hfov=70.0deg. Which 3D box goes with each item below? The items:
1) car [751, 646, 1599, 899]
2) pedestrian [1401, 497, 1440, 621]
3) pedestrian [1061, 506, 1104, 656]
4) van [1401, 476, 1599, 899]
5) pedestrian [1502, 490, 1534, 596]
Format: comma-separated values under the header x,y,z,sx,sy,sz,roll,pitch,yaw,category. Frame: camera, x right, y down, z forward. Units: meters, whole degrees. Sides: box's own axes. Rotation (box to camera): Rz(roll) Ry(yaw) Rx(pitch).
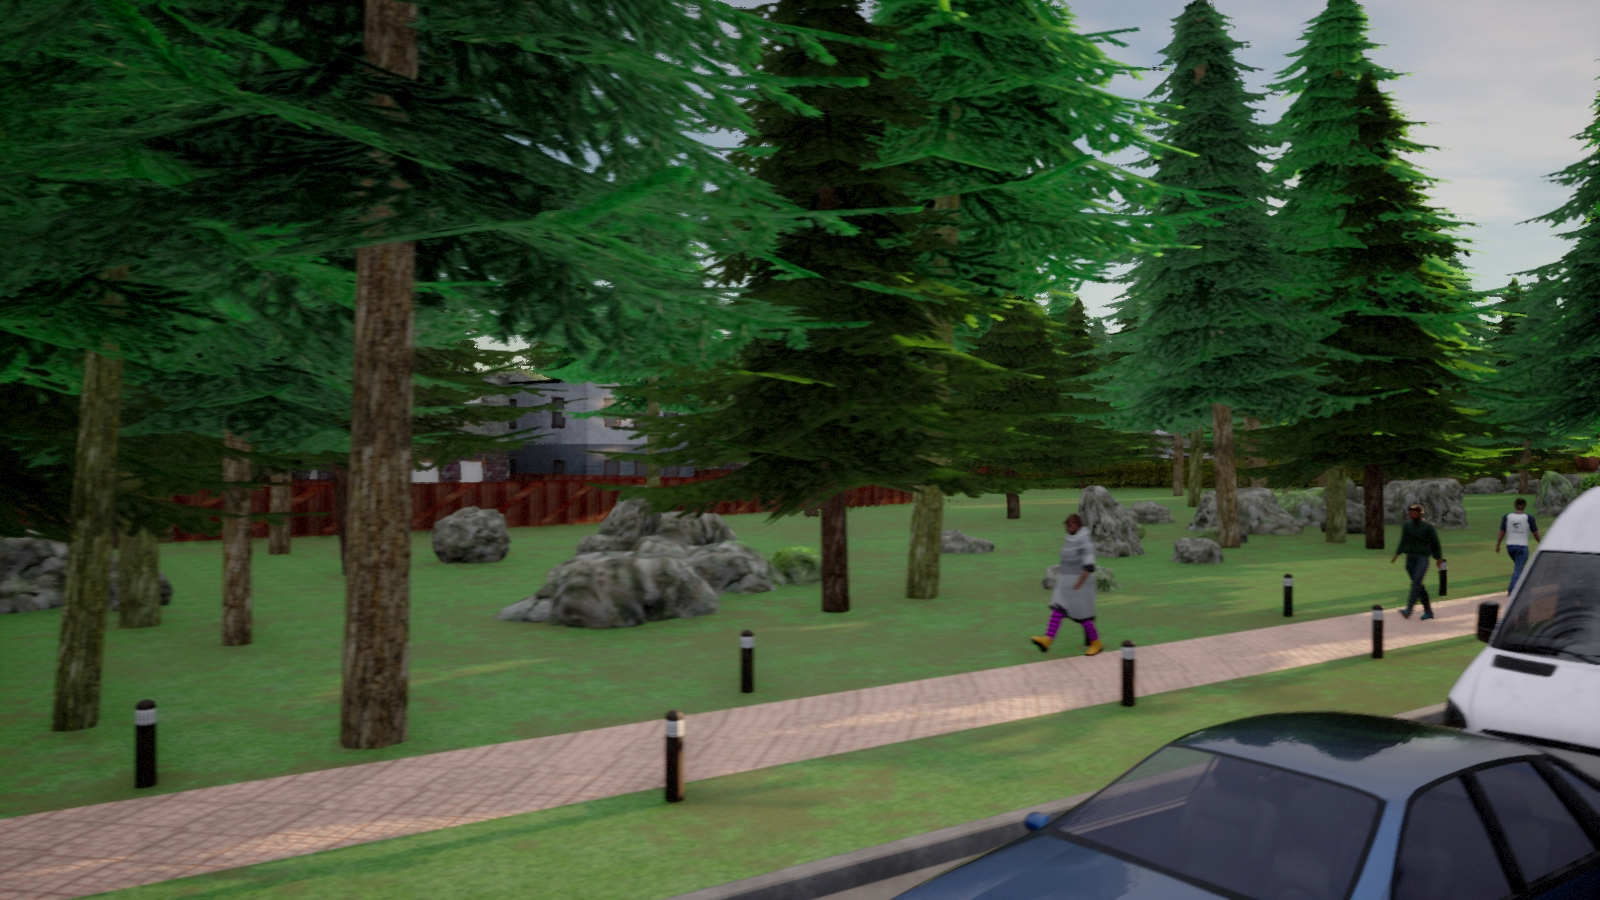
x,y,z,sx,sy,sz,roll,pitch,yaw,category
2.571,2.071,5.577,5.357,1.411,2.033,0,0,-35,car
9.538,1.657,17.566,0.375,1.860,0.375,0,0,-30,pedestrian
3.622,1.661,14.653,0.375,1.860,0.375,0,0,-25,pedestrian
7.143,1.499,8.758,5.915,2.561,1.988,0,0,-35,van
12.872,1.659,20.479,0.375,1.860,0.375,0,0,-37,pedestrian
